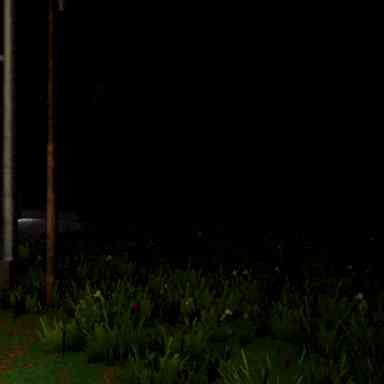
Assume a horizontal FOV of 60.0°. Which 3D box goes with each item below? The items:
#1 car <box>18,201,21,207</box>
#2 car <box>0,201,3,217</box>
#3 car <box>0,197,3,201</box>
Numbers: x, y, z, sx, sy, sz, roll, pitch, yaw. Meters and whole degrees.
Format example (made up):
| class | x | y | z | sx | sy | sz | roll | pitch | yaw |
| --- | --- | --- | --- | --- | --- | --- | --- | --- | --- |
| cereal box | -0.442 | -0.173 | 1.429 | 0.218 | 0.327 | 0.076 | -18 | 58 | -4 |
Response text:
| class | x | y | z | sx | sy | sz | roll | pitch | yaw |
| --- | --- | --- | --- | --- | --- | --- | --- | --- | --- |
| car | -23.002 | 1.329 | 41.120 | 4.553 | 1.767 | 2.097 | 1 | 0 | 43 |
| car | -12.692 | 1.521 | 19.884 | 2.033 | 1.411 | 5.357 | 0 | 0 | -13 |
| car | -16.849 | 1.478 | 29.204 | 1.837 | 1.490 | 4.892 | 0 | 0 | -35 |
